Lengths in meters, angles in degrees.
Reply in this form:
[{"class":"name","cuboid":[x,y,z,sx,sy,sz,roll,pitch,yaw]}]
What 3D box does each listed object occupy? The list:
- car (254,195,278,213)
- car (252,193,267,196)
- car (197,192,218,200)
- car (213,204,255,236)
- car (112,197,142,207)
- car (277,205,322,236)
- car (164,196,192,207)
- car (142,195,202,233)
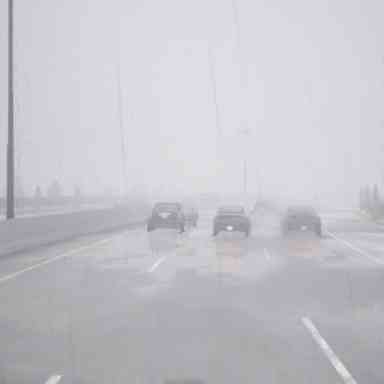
[{"class":"car","cuboid":[7.895,1.407,35.415,1.837,1.490,4.892,0,0,23]},{"class":"car","cuboid":[15.757,0.837,76.934,4.553,1.767,2.097,0,0,-43]},{"class":"car","cuboid":[1.760,1.074,47.200,2.150,2.045,5.566,0,0,29]},{"class":"car","cuboid":[2.286,1.451,18.171,1.837,1.490,4.892,0,0,12]},{"class":"car","cuboid":[-8.037,1.392,43.174,2.033,1.411,5.357,0,0,24]},{"class":"car","cuboid":[5.884,1.458,18.324,1.837,1.490,4.892,0,0,12]},{"class":"car","cuboid":[-1.914,1.350,47.619,1.837,1.490,4.892,0,0,28]},{"class":"car","cuboid":[-1.003,1.287,19.461,2.097,1.767,4.553,0,0,12]}]
